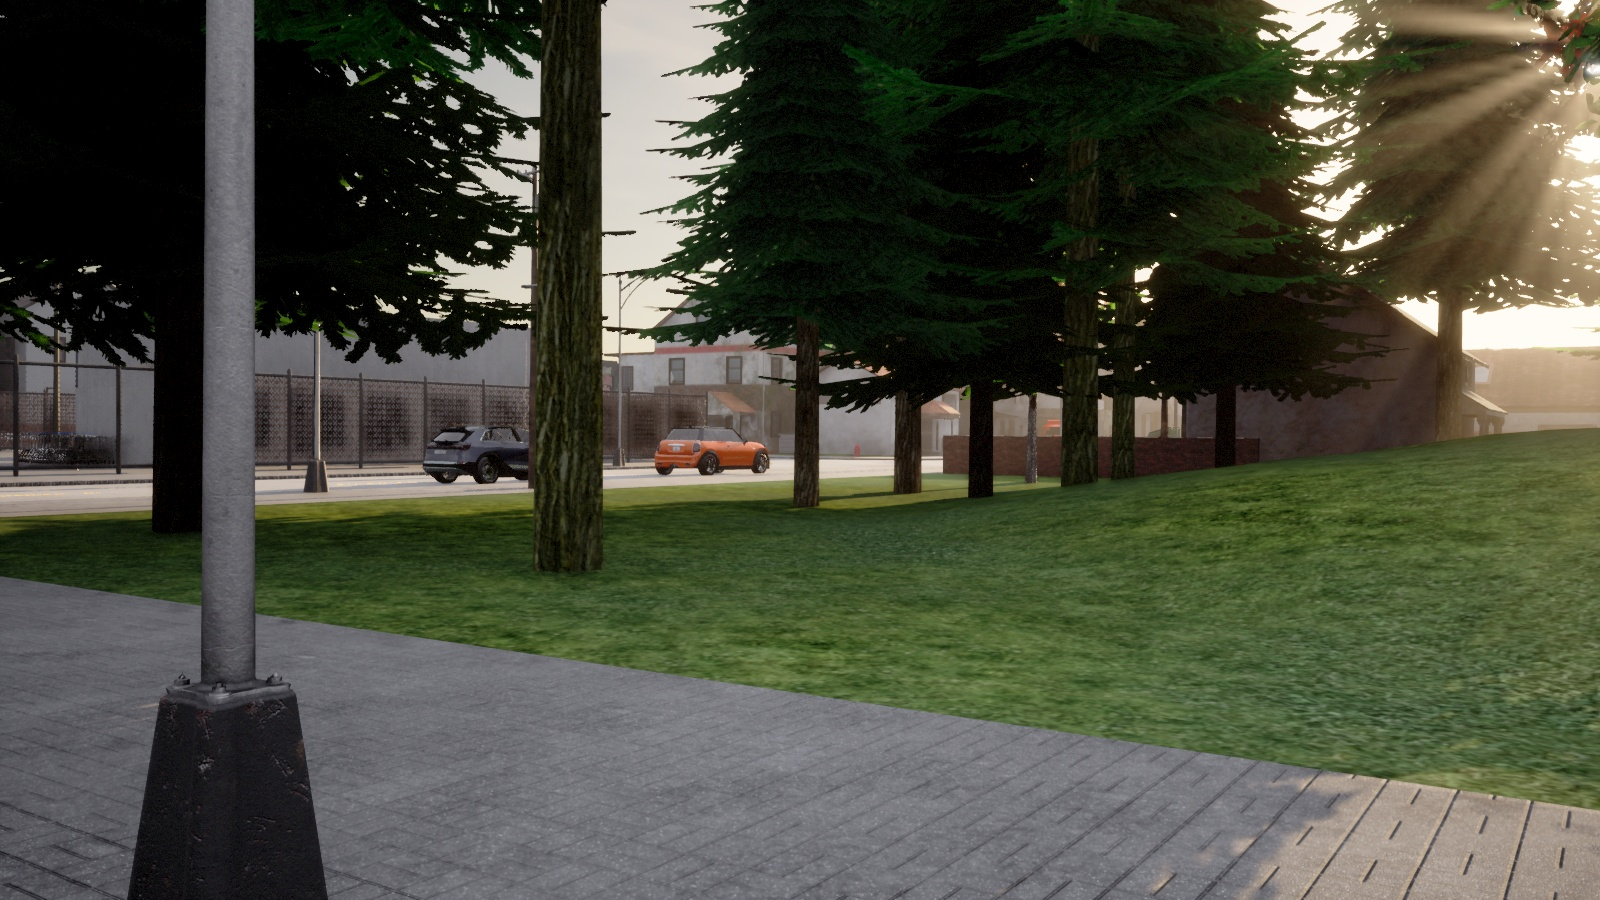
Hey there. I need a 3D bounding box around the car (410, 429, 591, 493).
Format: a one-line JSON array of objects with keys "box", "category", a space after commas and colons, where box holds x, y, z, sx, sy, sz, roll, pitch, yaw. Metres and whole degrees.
[{"box": [-8.315, 0.255, 35.293, 2.033, 1.649, 4.856, 0, 1, 34], "category": "car"}]

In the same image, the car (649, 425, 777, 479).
[{"box": [-2.931, 0.024, 43.387, 2.097, 1.767, 4.553, 0, 1, 33], "category": "car"}]

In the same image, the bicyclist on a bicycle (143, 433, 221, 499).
[{"box": [-15.556, 0.377, 31.625, 0.866, 1.612, 1.509, 0, 1, 33], "category": "bicyclist on a bicycle"}]

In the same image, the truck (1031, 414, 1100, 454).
[{"box": [17.161, -1.016, 80.939, 2.627, 2.467, 5.204, 0, 1, 33], "category": "truck"}]
